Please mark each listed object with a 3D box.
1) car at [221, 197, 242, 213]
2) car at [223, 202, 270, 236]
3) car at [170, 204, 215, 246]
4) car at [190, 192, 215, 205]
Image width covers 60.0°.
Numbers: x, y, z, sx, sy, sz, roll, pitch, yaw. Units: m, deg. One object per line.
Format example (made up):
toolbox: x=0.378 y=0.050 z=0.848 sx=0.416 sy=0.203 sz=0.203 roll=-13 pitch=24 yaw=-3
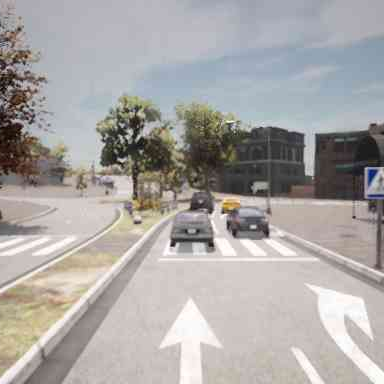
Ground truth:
car: x=3.967 y=1.250 z=33.526 sx=1.882 sy=1.535 sz=5.008 roll=0 pitch=1 yaw=7
car: x=2.896 y=1.462 z=17.835 sx=1.812 sy=1.442 sz=4.674 roll=0 pitch=0 yaw=1
car: x=-0.001 y=1.500 z=14.932 sx=2.033 sy=1.411 sz=5.357 roll=0 pitch=0 yaw=0
car: x=1.102 y=0.987 z=33.790 sx=2.150 sy=2.045 sz=5.566 roll=0 pitch=1 yaw=7
